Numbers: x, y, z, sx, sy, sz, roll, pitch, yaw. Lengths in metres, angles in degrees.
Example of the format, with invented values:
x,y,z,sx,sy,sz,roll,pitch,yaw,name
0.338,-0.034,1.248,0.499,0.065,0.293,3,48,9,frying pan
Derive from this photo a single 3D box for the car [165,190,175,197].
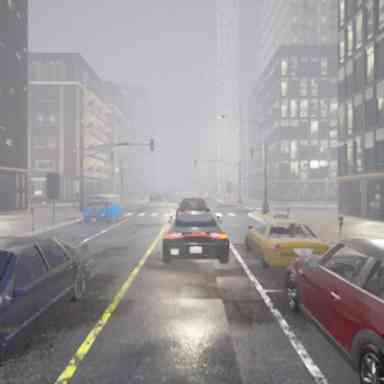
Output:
x,y,z,sx,sy,sz,roll,pitch,yaw,name
-5.692,0.283,87.663,2.192,1.841,5.009,0,1,0,car

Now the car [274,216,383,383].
x,y,z,sx,sy,sz,roll,pitch,yaw,name
2.706,1.371,4.717,1.967,1.590,4.097,1,1,0,car

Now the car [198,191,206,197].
x,y,z,sx,sy,sz,roll,pitch,yaw,name
2.686,0.534,87.666,1.947,1.339,4.313,0,1,0,car

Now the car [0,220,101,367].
x,y,z,sx,sy,sz,roll,pitch,yaw,name
-3.092,1.471,5.212,2.033,1.411,5.357,0,1,0,car

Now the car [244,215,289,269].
x,y,z,sx,sy,sz,roll,pitch,yaw,name
2.706,1.377,10.412,1.752,1.417,4.829,1,1,0,car

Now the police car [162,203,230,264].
x,y,z,sx,sy,sz,roll,pitch,yaw,name
0.101,1.343,11.340,2.038,1.542,4.974,0,1,0,police car

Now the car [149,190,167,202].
x,y,z,sx,sy,sz,roll,pitch,yaw,name
-5.687,0.631,53.687,2.192,1.841,5.009,0,1,0,car

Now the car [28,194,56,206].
x,y,z,sx,sy,sz,roll,pitch,yaw,name
-19.058,0.948,40.691,4.507,1.381,1.887,0,0,0,car

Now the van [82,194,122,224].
x,y,z,sx,sy,sz,roll,pitch,yaw,name
-5.661,1.049,21.284,1.690,1.788,3.998,1,1,0,van

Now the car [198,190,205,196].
x,y,z,sx,sy,sz,roll,pitch,yaw,name
2.686,0.356,93.327,1.967,1.590,4.097,0,1,0,car

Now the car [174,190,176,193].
x,y,z,sx,sy,sz,roll,pitch,yaw,name
-5.693,0.461,82.000,1.967,1.590,4.097,0,1,0,car

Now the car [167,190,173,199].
x,y,z,sx,sy,sz,roll,pitch,yaw,name
-5.692,0.697,70.676,1.947,1.339,4.313,0,1,0,car

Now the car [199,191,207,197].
x,y,z,sx,sy,sz,roll,pitch,yaw,name
2.687,0.544,82.172,1.752,1.417,4.829,0,1,0,car

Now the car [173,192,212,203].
x,y,z,sx,sy,sz,roll,pitch,yaw,name
0.083,1.057,21.447,2.097,1.767,4.553,0,1,0,car
